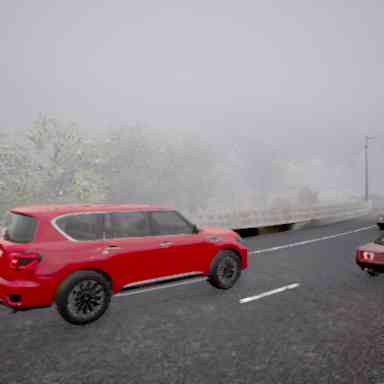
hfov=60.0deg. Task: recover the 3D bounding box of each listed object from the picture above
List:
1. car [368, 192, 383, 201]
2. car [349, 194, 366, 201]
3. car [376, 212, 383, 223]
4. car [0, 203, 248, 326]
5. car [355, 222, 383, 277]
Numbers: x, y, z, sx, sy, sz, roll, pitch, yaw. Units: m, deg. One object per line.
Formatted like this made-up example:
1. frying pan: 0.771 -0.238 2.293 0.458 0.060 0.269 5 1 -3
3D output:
1. car: 43.445 1.125 80.454 2.150 2.045 5.566 0 0 4
2. car: 39.962 1.393 80.785 1.882 1.535 5.008 0 0 4
3. car: 12.875 1.553 20.317 2.033 1.411 5.357 0 0 43
4. car: -1.222 1.250 7.401 5.566 2.045 2.150 -1 0 -38
5. car: 6.430 1.601 9.165 4.718 1.301 1.895 0 0 -41
